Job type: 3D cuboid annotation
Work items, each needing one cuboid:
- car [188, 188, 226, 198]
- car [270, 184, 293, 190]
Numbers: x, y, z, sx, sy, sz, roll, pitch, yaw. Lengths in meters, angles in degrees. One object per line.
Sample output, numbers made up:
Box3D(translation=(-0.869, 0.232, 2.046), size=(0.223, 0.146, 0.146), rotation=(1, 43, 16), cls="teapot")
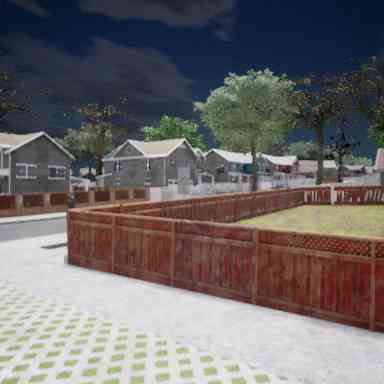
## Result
Box3D(translation=(1.471, 0.375, 32.047), size=(2.128, 1.511, 4.902), rotation=(0, 3, 36), cls="car")
Box3D(translation=(12.847, -0.398, 47.644), size=(2.033, 1.411, 5.357), rotation=(0, 3, 36), cls="car")
